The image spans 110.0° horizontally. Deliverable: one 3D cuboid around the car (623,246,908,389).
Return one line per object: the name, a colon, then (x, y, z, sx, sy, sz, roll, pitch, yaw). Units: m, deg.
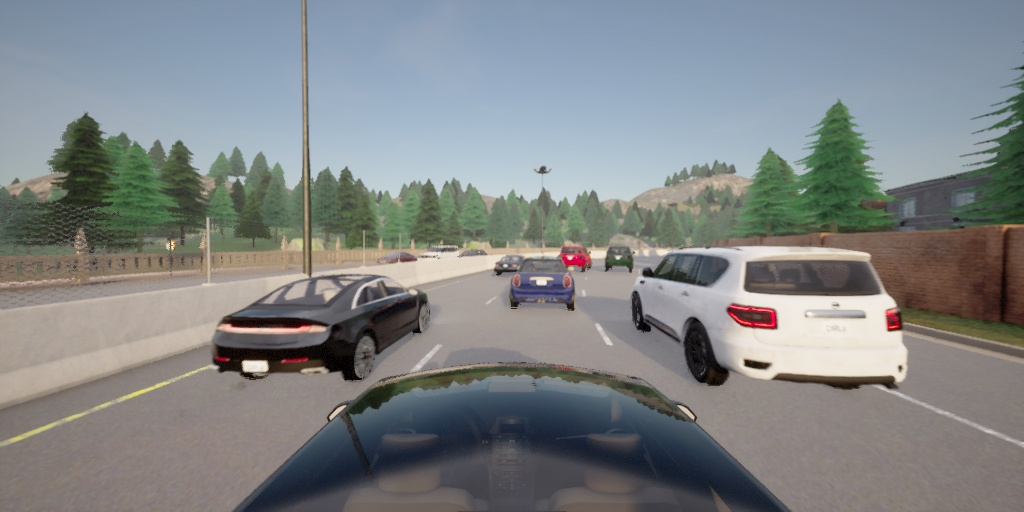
car: (3.935, 0.838, 6.814, 2.150, 2.045, 5.566, 0, 2, 4)

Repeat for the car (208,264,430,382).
car: (-3.033, 1.088, 6.869, 2.128, 1.511, 4.902, 0, 2, 4)

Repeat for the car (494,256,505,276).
car: (0.267, 0.623, 25.760, 2.033, 1.411, 5.357, 1, 2, 16)

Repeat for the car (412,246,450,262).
car: (-7.357, -0.029, 36.649, 2.150, 2.045, 5.566, 1, 2, 21)

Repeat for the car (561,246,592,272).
car: (5.368, 0.186, 30.194, 2.150, 2.045, 5.566, 1, 2, 19)

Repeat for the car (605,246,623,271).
car: (9.214, 0.187, 30.529, 2.150, 2.045, 5.566, 1, 2, 20)

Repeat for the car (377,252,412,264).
car: (-11.376, 0.293, 35.670, 1.812, 1.442, 4.674, 1, 2, 19)

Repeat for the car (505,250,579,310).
car: (1.215, 0.782, 13.195, 2.097, 1.767, 4.553, 0, 2, 8)

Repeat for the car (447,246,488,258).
car: (-4.032, 0.145, 35.422, 2.097, 1.767, 4.553, 1, 2, 21)
